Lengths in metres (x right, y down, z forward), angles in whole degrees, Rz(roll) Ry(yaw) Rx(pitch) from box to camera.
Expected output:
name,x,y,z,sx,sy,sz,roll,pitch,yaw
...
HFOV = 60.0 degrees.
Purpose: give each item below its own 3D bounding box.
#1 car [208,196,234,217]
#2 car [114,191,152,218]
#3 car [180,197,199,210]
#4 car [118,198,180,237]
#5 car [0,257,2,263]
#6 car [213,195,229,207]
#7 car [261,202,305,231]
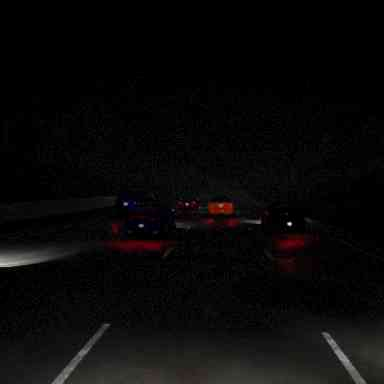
name,x,y,z,sx,sy,sz,roll,pitch,yaw
car,2.447,1.097,28.086,2.097,1.767,4.553,0,1,5
car,-4.653,0.967,27.303,2.150,2.045,5.566,0,1,5
car,-0.333,1.229,36.431,1.994,1.385,4.181,0,0,5
car,-2.021,1.318,17.144,1.882,1.535,5.008,0,1,5
car,-6.336,1.490,7.453,1.994,1.385,4.181,0,1,4
car,3.790,1.168,43.321,1.994,1.385,4.181,0,0,5
car,5.191,1.331,19.323,1.837,1.490,4.892,0,1,5
